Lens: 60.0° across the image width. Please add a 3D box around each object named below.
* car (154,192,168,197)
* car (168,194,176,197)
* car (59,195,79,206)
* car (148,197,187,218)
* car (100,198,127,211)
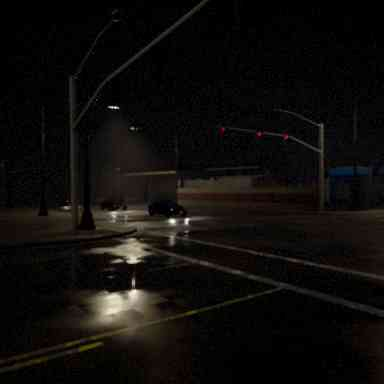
[{"bbox_3d":[-6.337,0.924,75.267,4.611,1.667,2.242,-1,1,-35],"label":"car"},{"bbox_3d":[-2.370,1.067,71.041,3.806,1.475,1.970,-1,1,-35],"label":"car"},{"bbox_3d":[-19.702,1.313,53.266,2.097,1.767,4.553,-1,1,-36],"label":"car"},{"bbox_3d":[-2.298,1.447,29.735,1.812,1.442,4.674,-1,1,-37],"label":"car"},{"bbox_3d":[-9.309,1.464,39.197,1.812,1.442,4.674,-1,1,-37],"label":"car"}]
